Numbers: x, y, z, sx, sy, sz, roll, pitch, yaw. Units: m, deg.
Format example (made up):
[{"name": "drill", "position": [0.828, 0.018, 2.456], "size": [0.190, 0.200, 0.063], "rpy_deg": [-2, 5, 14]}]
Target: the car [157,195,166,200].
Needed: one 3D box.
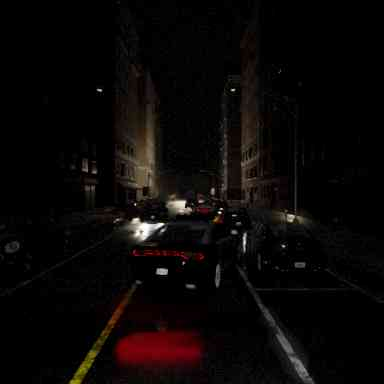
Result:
[{"name": "car", "position": [-5.351, 1.541, 48.219], "size": [2.008, 1.369, 4.403], "rpy_deg": [0, 0, 0]}]

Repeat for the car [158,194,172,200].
[{"name": "car", "position": [-5.343, 1.297, 59.044], "size": [2.192, 1.841, 5.009], "rpy_deg": [0, 0, 0]}]

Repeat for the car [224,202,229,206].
[{"name": "car", "position": [2.652, 1.549, 21.140], "size": [2.008, 1.369, 4.403], "rpy_deg": [0, 0, 0]}]

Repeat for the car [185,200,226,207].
[{"name": "car", "position": [0.732, 1.454, 19.055], "size": [1.801, 1.575, 5.366], "rpy_deg": [0, 0, 2]}]

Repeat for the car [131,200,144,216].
[{"name": "car", "position": [-5.369, 1.564, 26.568], "size": [1.947, 1.339, 4.313], "rpy_deg": [0, 0, 0]}]

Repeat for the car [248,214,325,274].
[{"name": "car", "position": [2.644, 1.550, 10.314], "size": [2.008, 1.369, 4.403], "rpy_deg": [0, 0, 0]}]

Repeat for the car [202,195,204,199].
[{"name": "car", "position": [2.674, 1.515, 48.374], "size": [1.752, 1.417, 4.829], "rpy_deg": [0, 0, 0]}]

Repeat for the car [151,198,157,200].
[{"name": "car", "position": [-5.360, 1.578, 37.393], "size": [1.802, 1.307, 4.206], "rpy_deg": [0, 0, 0]}]

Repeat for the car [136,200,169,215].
[{"name": "car", "position": [-2.730, 1.561, 25.096], "size": [1.994, 1.385, 4.181], "rpy_deg": [0, 0, 0]}]

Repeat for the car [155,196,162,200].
[{"name": "car", "position": [-5.356, 1.544, 42.806], "size": [2.008, 1.369, 4.403], "rpy_deg": [0, 0, 0]}]

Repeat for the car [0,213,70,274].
[{"name": "car", "position": [-5.381, 1.440, 10.330], "size": [1.967, 1.590, 4.097], "rpy_deg": [0, 0, 0]}]

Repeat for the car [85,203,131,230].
[{"name": "car", "position": [-5.373, 1.524, 20.985], "size": [1.752, 1.417, 4.829], "rpy_deg": [0, 0, 0]}]

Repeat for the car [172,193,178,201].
[{"name": "car", "position": [-5.323, 1.513, 85.508], "size": [2.008, 1.369, 4.403], "rpy_deg": [0, 0, 0]}]

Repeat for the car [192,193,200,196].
[{"name": "car", "position": [0.045, 1.459, 59.390], "size": [1.882, 1.535, 5.008], "rpy_deg": [0, 0, 0]}]

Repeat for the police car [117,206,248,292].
[{"name": "police car", "position": [0.147, 1.424, 9.278], "size": [1.930, 1.638, 5.238], "rpy_deg": [0, 0, 17]}]

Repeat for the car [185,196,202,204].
[{"name": "car", "position": [0.041, 1.556, 45.547], "size": [1.994, 1.385, 4.181], "rpy_deg": [0, 0, 0]}]
